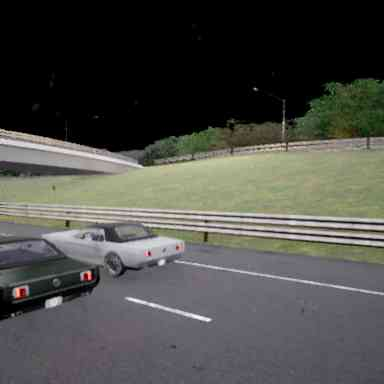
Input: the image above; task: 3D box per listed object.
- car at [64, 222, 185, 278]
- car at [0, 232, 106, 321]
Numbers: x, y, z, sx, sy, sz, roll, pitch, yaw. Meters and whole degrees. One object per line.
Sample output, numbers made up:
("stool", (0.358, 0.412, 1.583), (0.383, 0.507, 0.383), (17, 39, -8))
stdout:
("car", (-2.613, 1.575, 10.139), (4.718, 1.301, 1.895), (0, 0, 35))
("car", (-4.155, 1.577, 6.941), (4.718, 1.301, 1.895), (0, 0, 35))
